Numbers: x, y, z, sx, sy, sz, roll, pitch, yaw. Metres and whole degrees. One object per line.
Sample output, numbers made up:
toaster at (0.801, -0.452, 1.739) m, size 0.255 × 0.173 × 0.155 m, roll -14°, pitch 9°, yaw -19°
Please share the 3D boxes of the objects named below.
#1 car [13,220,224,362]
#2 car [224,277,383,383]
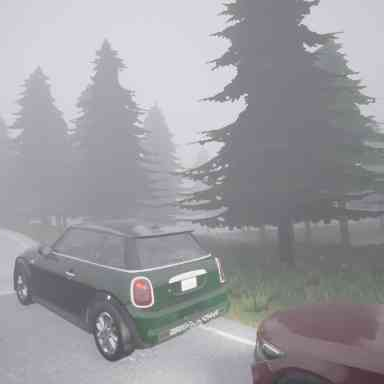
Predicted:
car at (-1.574, 1.309, 6.205) m, size 4.553 × 1.767 × 2.097 m, roll 1°, pitch 1°, yaw 44°
car at (2.760, 1.532, 2.590) m, size 4.674 × 1.442 × 1.812 m, roll 1°, pitch 0°, yaw 36°
